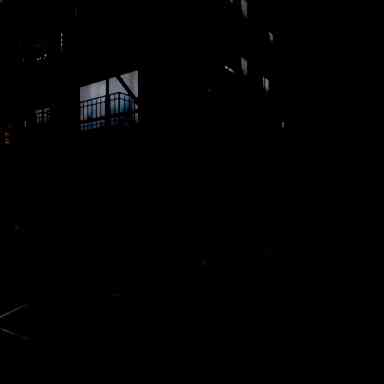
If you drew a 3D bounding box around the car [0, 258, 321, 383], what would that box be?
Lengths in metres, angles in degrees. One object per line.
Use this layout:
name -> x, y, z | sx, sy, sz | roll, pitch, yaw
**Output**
car -> -0.892, 1.566, 3.510 | 4.313, 1.339, 1.947 | 0, 0, 35
